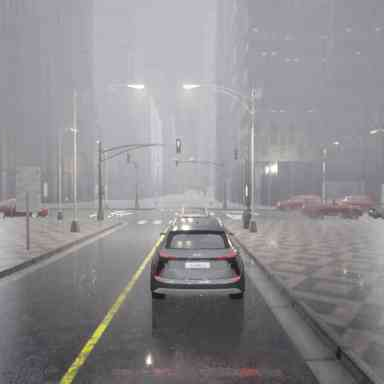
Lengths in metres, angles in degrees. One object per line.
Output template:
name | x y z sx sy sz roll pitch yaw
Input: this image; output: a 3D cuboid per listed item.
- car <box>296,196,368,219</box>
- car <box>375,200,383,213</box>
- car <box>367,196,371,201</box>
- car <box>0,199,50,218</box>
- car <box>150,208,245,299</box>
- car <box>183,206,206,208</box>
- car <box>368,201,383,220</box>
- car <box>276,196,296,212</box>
car | 12.184 1.462 29.203 5.009 1.841 2.192 0 1 0
car | 23.472 1.633 37.739 4.313 1.339 1.947 0 1 0
car | 17.831 1.352 37.732 5.009 1.841 2.192 0 1 0
car | -14.857 1.566 29.183 4.507 1.381 1.887 0 1 0
car | 0.126 1.428 8.434 2.033 1.649 4.856 0 0 1
car | 0.133 1.507 17.521 1.837 1.490 4.892 0 0 0
car | 17.827 1.741 29.211 4.313 1.339 1.947 0 1 0
car | 12.188 1.324 37.727 5.009 1.841 2.192 0 1 0
